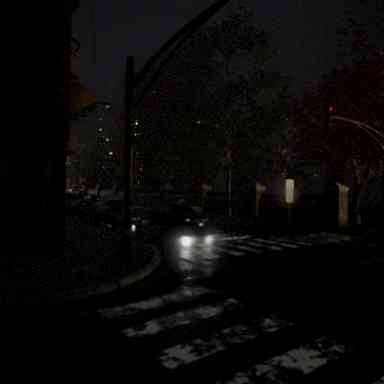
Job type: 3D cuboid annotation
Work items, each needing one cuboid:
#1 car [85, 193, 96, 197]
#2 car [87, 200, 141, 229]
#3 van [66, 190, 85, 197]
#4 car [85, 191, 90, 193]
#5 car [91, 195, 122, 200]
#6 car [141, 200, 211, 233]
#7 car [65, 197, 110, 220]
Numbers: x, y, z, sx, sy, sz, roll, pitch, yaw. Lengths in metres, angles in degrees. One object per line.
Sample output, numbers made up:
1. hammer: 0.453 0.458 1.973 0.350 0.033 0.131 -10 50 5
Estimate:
1. car: -12.259 1.062 34.765 2.033 1.411 5.357 1 0 -36
2. car: -4.462 1.355 19.667 1.802 1.307 4.206 2 0 -36
3. van: -10.968 0.915 28.623 1.690 1.788 3.998 2 0 -36
4. car: -13.974 0.983 46.980 1.947 1.339 4.313 2 0 -36
5. car: -6.242 1.223 26.504 1.812 1.442 4.674 1 0 -36
6. car: -0.882 1.387 19.132 1.812 1.442 4.674 1 0 -36
7. car: -7.719 1.255 24.143 1.802 1.307 4.206 2 0 -36
